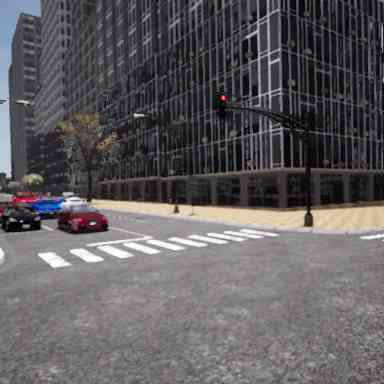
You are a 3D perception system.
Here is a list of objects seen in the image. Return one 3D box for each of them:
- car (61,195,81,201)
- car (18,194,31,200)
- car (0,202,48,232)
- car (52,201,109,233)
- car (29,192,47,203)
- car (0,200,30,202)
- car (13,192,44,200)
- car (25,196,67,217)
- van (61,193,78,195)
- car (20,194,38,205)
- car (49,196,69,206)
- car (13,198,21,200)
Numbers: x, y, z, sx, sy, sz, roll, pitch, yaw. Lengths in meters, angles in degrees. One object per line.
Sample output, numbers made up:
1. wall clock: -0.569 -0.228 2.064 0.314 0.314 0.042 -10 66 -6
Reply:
1. car: -11.824 1.310 32.738 1.812 1.442 4.674 -2 1 -34
2. car: -38.596 1.165 76.530 2.008 1.369 4.403 -1 1 -34
3. car: -10.352 1.515 20.108 1.947 1.339 4.313 -1 1 -34
4. car: -6.264 1.452 18.930 1.994 1.385 4.181 -2 1 -34
5. car: -28.980 0.967 62.449 2.192 1.841 5.009 -1 1 -34
6. car: -13.544 1.520 24.813 1.802 1.307 4.206 -1 1 -34
7. car: -18.172 1.072 36.369 2.150 2.045 5.566 -2 1 -34
8. car: -12.168 1.347 27.574 1.882 1.535 5.008 -2 1 -34
9. van: -16.155 1.041 43.676 1.690 1.788 3.998 -1 1 -34
10. car: -26.772 1.210 54.617 1.882 1.535 5.008 -2 1 -34
11. car: -19.357 1.271 48.372 1.802 1.307 4.206 -1 1 -34
12. car: -16.702 1.493 29.539 1.947 1.339 4.313 -1 1 -34
